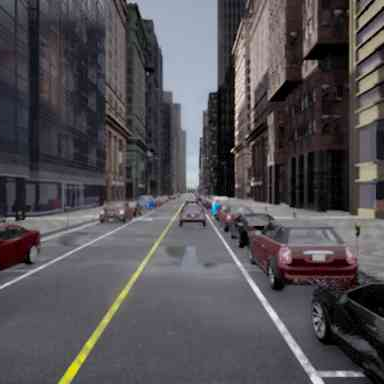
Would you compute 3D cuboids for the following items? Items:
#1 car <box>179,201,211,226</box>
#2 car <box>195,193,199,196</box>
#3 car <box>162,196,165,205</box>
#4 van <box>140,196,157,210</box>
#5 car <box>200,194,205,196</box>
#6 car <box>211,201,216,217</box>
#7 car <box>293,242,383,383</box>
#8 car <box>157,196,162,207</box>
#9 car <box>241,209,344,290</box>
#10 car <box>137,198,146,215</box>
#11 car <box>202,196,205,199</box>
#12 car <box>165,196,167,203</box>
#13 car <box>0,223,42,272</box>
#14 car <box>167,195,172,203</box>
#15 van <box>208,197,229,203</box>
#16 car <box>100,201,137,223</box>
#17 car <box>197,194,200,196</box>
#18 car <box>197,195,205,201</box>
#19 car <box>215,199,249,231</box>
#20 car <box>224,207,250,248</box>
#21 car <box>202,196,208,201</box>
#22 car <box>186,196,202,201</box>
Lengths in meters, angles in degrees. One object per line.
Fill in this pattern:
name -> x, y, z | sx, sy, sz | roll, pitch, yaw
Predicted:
car -> 0.048, 1.579, 23.814 | 2.033, 1.411, 5.357 | 0, 0, 0
car -> 2.562, 1.436, 87.565 | 2.192, 1.841, 5.009 | 0, 0, 0
car -> -5.886, 1.621, 53.926 | 1.887, 1.381, 4.507 | 0, 0, 0
van -> -5.861, 1.402, 42.722 | 1.690, 1.788, 3.998 | 0, 0, 0
car -> 2.639, 1.512, 53.954 | 1.967, 1.590, 4.097 | 0, 0, 0
car -> 2.703, 1.616, 25.945 | 1.802, 1.307, 4.206 | 0, 0, 0
car -> 2.754, 1.569, 3.538 | 1.947, 1.339, 4.313 | 0, 0, 0
car -> -5.873, 1.613, 48.324 | 1.887, 1.381, 4.507 | 0, 0, 0
car -> 2.741, 1.451, 9.140 | 1.967, 1.590, 4.097 | 0, 0, 0
car -> -5.835, 1.590, 31.517 | 1.887, 1.381, 4.507 | 0, 0, 0
car -> 2.652, 1.609, 48.352 | 1.887, 1.381, 4.507 | 0, 0, 0
car -> -5.898, 1.609, 59.358 | 1.752, 1.417, 4.829 | 0, 0, 0
car -> -5.784, 1.560, 9.109 | 1.887, 1.381, 4.507 | 0, 0, 0
car -> -5.925, 1.540, 70.733 | 1.967, 1.590, 4.097 | 0, 0, 0
van -> 2.689, 1.382, 31.546 | 1.690, 1.788, 3.998 | 0, 0, 0
car -> -5.823, 1.478, 25.915 | 1.967, 1.590, 4.097 | 0, 0, 0
car -> 2.588, 1.649, 76.361 | 1.887, 1.381, 4.507 | 0, 0, 0
car -> 2.550, 1.569, 93.166 | 1.967, 1.590, 4.097 | 0, 0, 0
car -> 2.715, 1.466, 20.343 | 1.967, 1.590, 4.097 | 0, 0, 0
car -> 2.728, 1.584, 14.741 | 1.947, 1.339, 4.313 | 0, 0, 0
car -> 2.665, 1.601, 42.750 | 1.887, 1.381, 4.507 | 0, 0, 0
car -> 0.004, 1.562, 42.357 | 1.837, 1.490, 4.892 | 0, 0, 0
